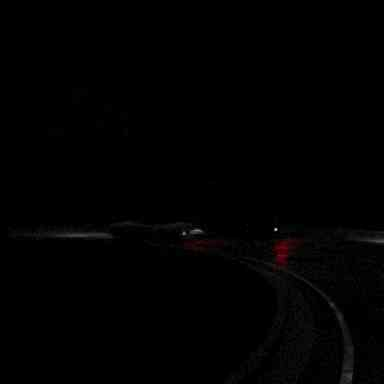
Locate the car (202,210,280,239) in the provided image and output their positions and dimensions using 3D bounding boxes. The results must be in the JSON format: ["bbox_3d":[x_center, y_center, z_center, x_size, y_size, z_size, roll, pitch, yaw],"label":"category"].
[{"bbox_3d":[2.765,1.849,19.735,4.892,1.490,1.837,-2,-3,42],"label":"car"}]

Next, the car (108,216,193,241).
[{"bbox_3d":[-2.429,2.005,19.008,4.718,1.301,1.895,-1,-1,26],"label":"car"}]
